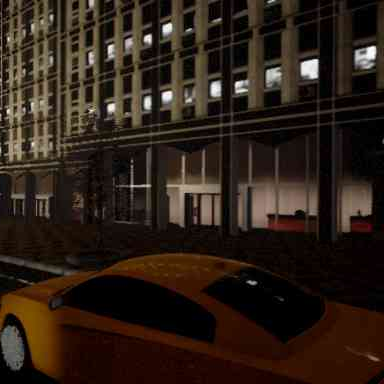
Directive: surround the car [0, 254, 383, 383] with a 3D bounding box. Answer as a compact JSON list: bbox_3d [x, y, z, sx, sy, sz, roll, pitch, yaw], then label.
[{"bbox_3d":[-0.376,1.503,3.950,5.008,1.535,1.882,-1,0,35],"label":"car"}]
